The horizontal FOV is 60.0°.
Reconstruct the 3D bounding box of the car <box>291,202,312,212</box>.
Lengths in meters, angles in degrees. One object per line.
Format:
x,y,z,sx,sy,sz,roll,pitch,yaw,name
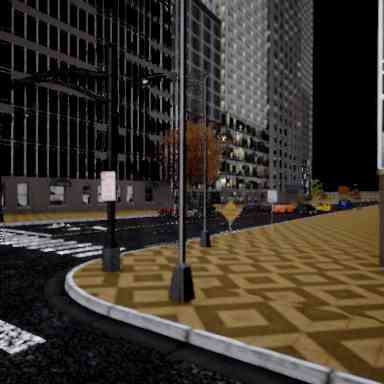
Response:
18.247,2.498,55.367,2.033,1.411,5.357,0,-1,33,car

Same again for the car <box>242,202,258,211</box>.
10.062,2.374,54.658,2.033,1.411,5.357,0,-1,33,car

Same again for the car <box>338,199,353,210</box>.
30.570,2.475,66.405,2.150,2.045,5.566,0,-1,33,car

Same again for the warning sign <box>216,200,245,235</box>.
2.237,1.413,19.179,1.300,1.860,1.060,2,1,33,warning sign

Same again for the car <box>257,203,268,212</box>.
12.678,2.388,52.721,2.033,1.411,5.357,0,-1,33,car

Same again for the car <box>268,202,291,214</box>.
12.852,2.128,46.891,2.097,1.767,4.553,0,-1,33,car

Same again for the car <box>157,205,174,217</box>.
-1.709,2.046,36.550,1.895,1.301,4.718,0,-1,33,car

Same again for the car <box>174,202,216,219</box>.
0.641,1.803,34.188,2.097,1.767,4.553,0,-1,33,car

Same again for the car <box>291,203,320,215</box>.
15.390,2.293,44.839,1.837,1.490,4.892,0,-1,33,car

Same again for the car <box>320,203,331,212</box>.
20.981,2.447,53.609,1.882,1.535,5.008,0,-1,33,car
